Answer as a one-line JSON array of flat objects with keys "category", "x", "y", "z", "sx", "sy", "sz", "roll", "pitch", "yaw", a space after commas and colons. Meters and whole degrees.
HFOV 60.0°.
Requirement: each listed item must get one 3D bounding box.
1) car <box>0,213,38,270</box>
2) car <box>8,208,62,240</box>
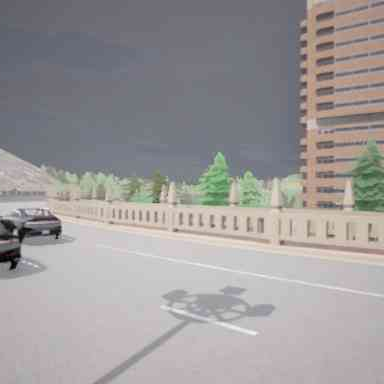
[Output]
[{"category": "car", "x": -6.812, "y": 1.502, "z": 10.000, "sx": 4.902, "sy": 1.511, "sz": 2.128, "roll": 0, "pitch": 0, "yaw": 43}, {"category": "car", "x": -7.987, "y": 1.517, "z": 16.116, "sx": 2.128, "sy": 1.511, "sz": 4.902, "roll": 0, "pitch": 0, "yaw": -44}]
